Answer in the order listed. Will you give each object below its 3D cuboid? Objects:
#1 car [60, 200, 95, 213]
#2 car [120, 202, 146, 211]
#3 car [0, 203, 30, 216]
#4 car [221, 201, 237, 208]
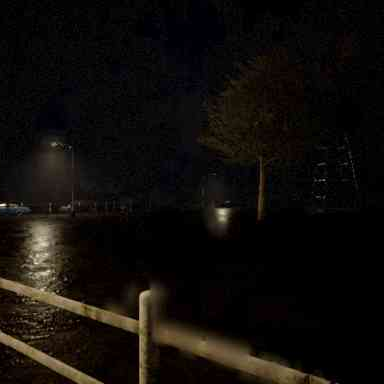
[{"bbox_3d":[-15.129,1.911,44.015,2.097,1.767,4.553,-2,-2,36],"label":"car"},{"bbox_3d":[-9.191,2.258,52.255,1.812,1.442,4.674,-2,-2,36],"label":"car"},{"bbox_3d":[-20.669,1.950,36.309,2.033,1.411,5.357,-2,-2,35],"label":"car"},{"bbox_3d":[7.734,2.626,69.478,1.994,1.385,4.181,-2,-2,36],"label":"car"}]
